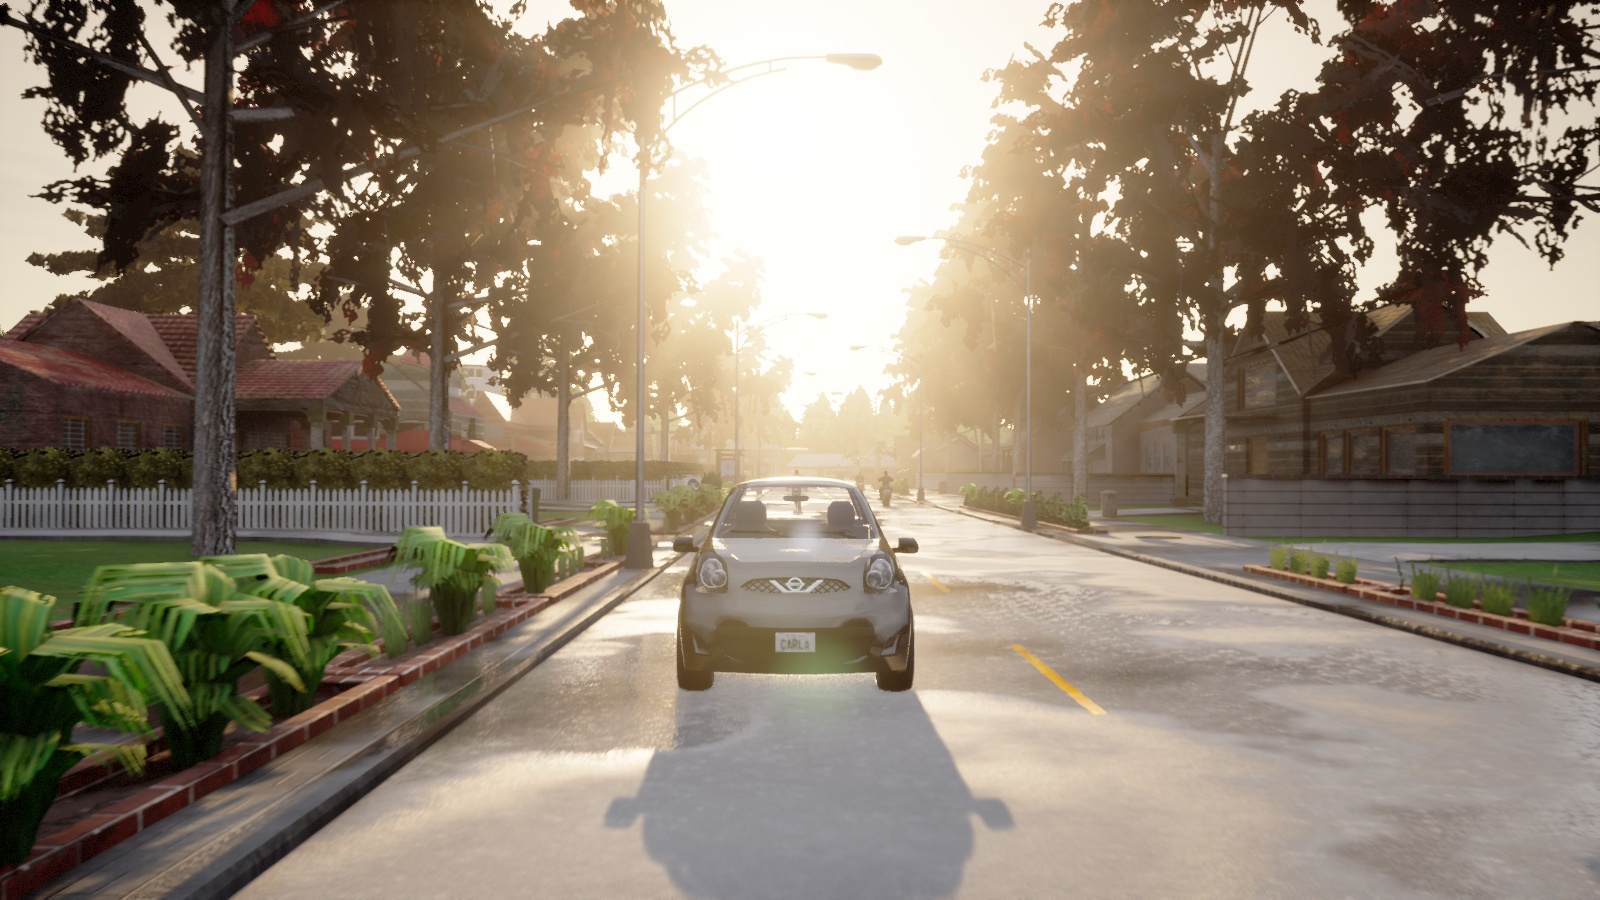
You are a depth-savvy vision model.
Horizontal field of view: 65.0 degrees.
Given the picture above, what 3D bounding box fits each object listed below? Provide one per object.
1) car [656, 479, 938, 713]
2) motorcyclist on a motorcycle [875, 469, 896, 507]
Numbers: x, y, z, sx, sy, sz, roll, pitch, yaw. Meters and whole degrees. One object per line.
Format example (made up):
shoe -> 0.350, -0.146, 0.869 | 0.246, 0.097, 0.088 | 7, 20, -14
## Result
car -> -0.025, 0.997, 10.052 | 1.845, 1.501, 3.633 | 0, -1, 0
motorcyclist on a motorcycle -> 3.860, 1.697, 56.610 | 0.766, 1.649, 2.350 | 0, -1, 0
